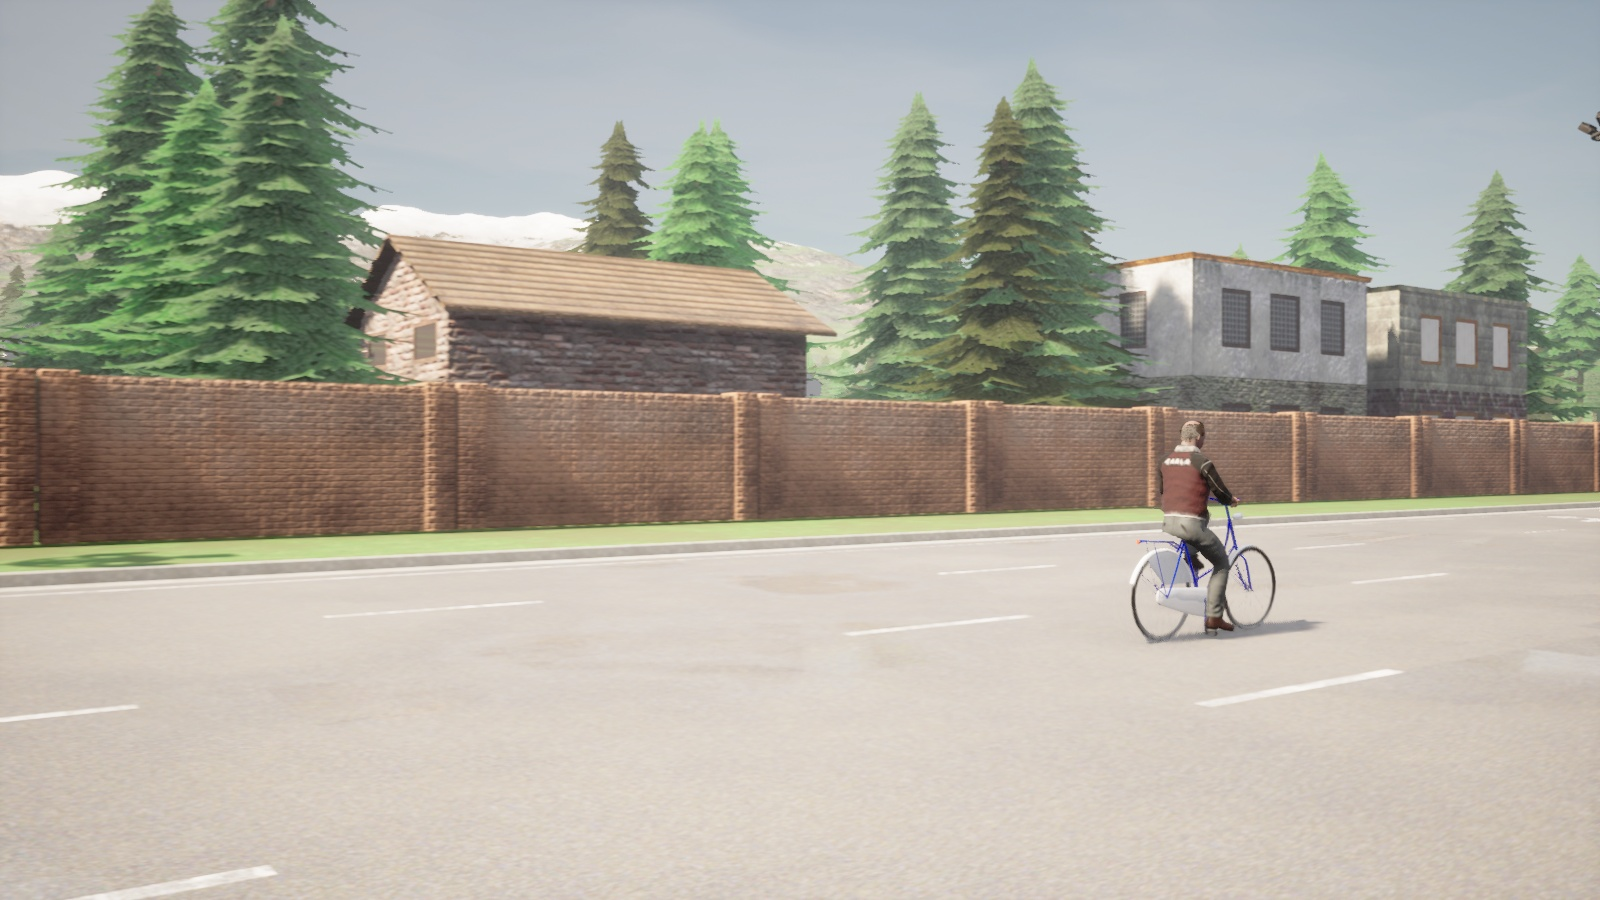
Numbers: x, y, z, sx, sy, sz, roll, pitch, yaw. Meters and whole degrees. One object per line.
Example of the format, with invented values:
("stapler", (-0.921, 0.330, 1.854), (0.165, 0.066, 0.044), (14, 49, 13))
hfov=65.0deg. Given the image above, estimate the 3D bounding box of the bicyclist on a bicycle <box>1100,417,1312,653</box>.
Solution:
("bicyclist on a bicycle", (3.332, 0.633, 10.243), (1.843, 1.776, 0.659), (0, 0, -35))
